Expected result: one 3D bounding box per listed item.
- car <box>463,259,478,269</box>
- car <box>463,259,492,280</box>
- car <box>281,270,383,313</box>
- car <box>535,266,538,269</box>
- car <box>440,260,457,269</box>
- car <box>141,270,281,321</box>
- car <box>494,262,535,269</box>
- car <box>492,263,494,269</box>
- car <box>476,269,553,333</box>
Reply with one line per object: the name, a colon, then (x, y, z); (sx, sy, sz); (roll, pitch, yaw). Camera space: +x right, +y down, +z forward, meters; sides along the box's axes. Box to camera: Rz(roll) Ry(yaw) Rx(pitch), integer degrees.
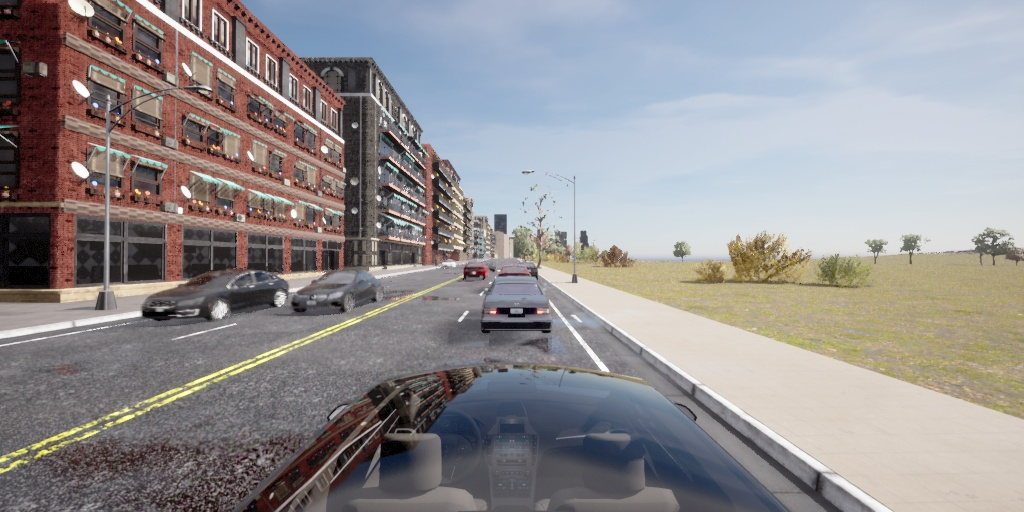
car: (-6.514, 1.278, 57.175); (1.812, 1.442, 4.674); (0, 0, 0)
car: (-3.112, 1.231, 31.754); (1.882, 1.535, 5.008); (0, 0, 0)
car: (-6.573, 1.278, 14.066); (1.812, 1.442, 4.674); (0, 0, 0)
car: (1.174, 1.232, 30.639); (1.882, 1.535, 5.008); (0, 0, 0)
car: (-9.769, 1.278, 55.556); (1.812, 1.442, 4.674); (0, 0, 0)
car: (-9.839, 1.257, 12.441); (1.837, 1.490, 4.892); (0, 0, 0)
car: (0.126, 1.231, 21.201); (1.882, 1.535, 5.008); (0, 0, 0)
car: (-3.084, 1.317, 46.005); (1.994, 1.385, 4.181); (0, 0, -1)
car: (0.110, 1.299, 10.661); (2.033, 1.411, 5.357); (0, 0, 0)
